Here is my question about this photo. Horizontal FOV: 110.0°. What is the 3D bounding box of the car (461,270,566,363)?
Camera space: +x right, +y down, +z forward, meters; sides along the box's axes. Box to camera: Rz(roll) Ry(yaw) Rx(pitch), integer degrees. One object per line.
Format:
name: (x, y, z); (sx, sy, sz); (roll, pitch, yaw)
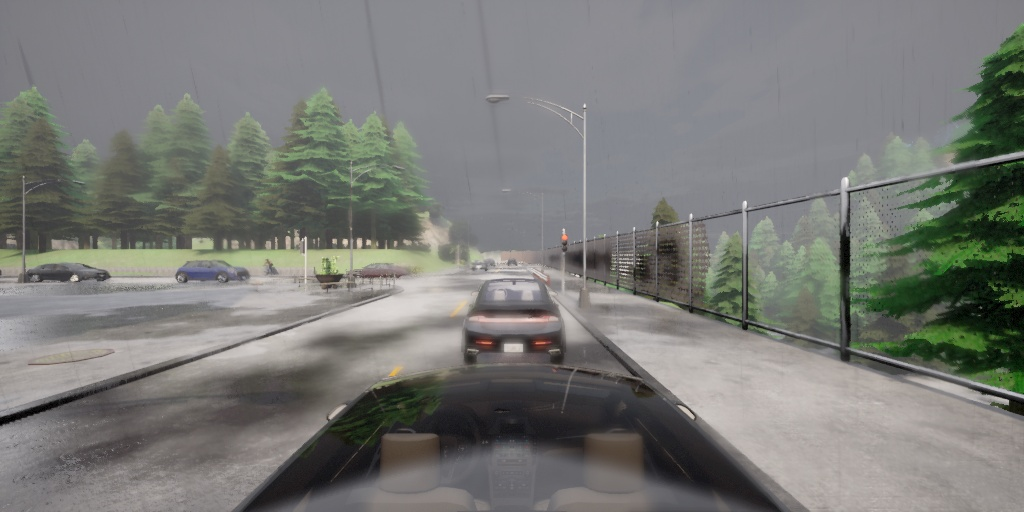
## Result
car: (0.047, 1.241, 8.092); (2.128, 1.511, 4.902); (0, 0, 1)

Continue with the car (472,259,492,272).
car: (-4.097, 1.241, 46.765); (2.128, 1.511, 4.902); (0, 0, 0)

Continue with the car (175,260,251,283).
car: (-22.531, 1.102, 27.173); (4.553, 1.767, 2.097); (0, 0, 0)

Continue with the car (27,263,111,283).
car: (-33.515, 1.255, 27.183); (4.892, 1.490, 1.837); (0, 0, 0)

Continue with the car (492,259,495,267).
car: (-4.053, 1.257, 64.813); (1.837, 1.490, 4.892); (0, -1, 1)

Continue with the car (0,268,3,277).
car: (-47.623, 1.276, 31.333); (4.674, 1.442, 1.812); (0, 0, 1)

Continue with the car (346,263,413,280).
car: (-11.355, 1.297, 30.792); (5.357, 1.411, 2.033); (0, 0, -1)

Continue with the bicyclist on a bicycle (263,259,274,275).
bicyclist on a bicycle: (-24.155, 1.099, 35.572); (0.582, 1.620, 1.656); (0, 0, 0)
